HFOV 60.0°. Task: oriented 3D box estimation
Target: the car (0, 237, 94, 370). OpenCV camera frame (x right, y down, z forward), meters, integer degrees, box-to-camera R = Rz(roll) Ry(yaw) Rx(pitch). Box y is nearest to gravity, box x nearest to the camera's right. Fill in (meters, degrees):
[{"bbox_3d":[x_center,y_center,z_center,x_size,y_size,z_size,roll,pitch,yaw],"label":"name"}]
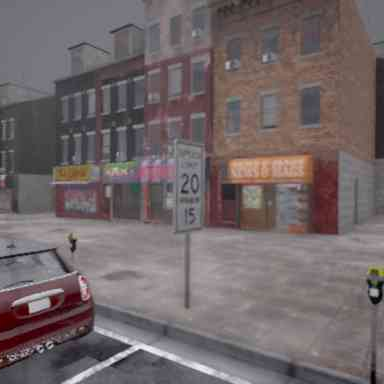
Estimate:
[{"bbox_3d":[-3.484,1.441,5.286,4.097,1.590,1.967,0,0,35],"label":"car"}]
